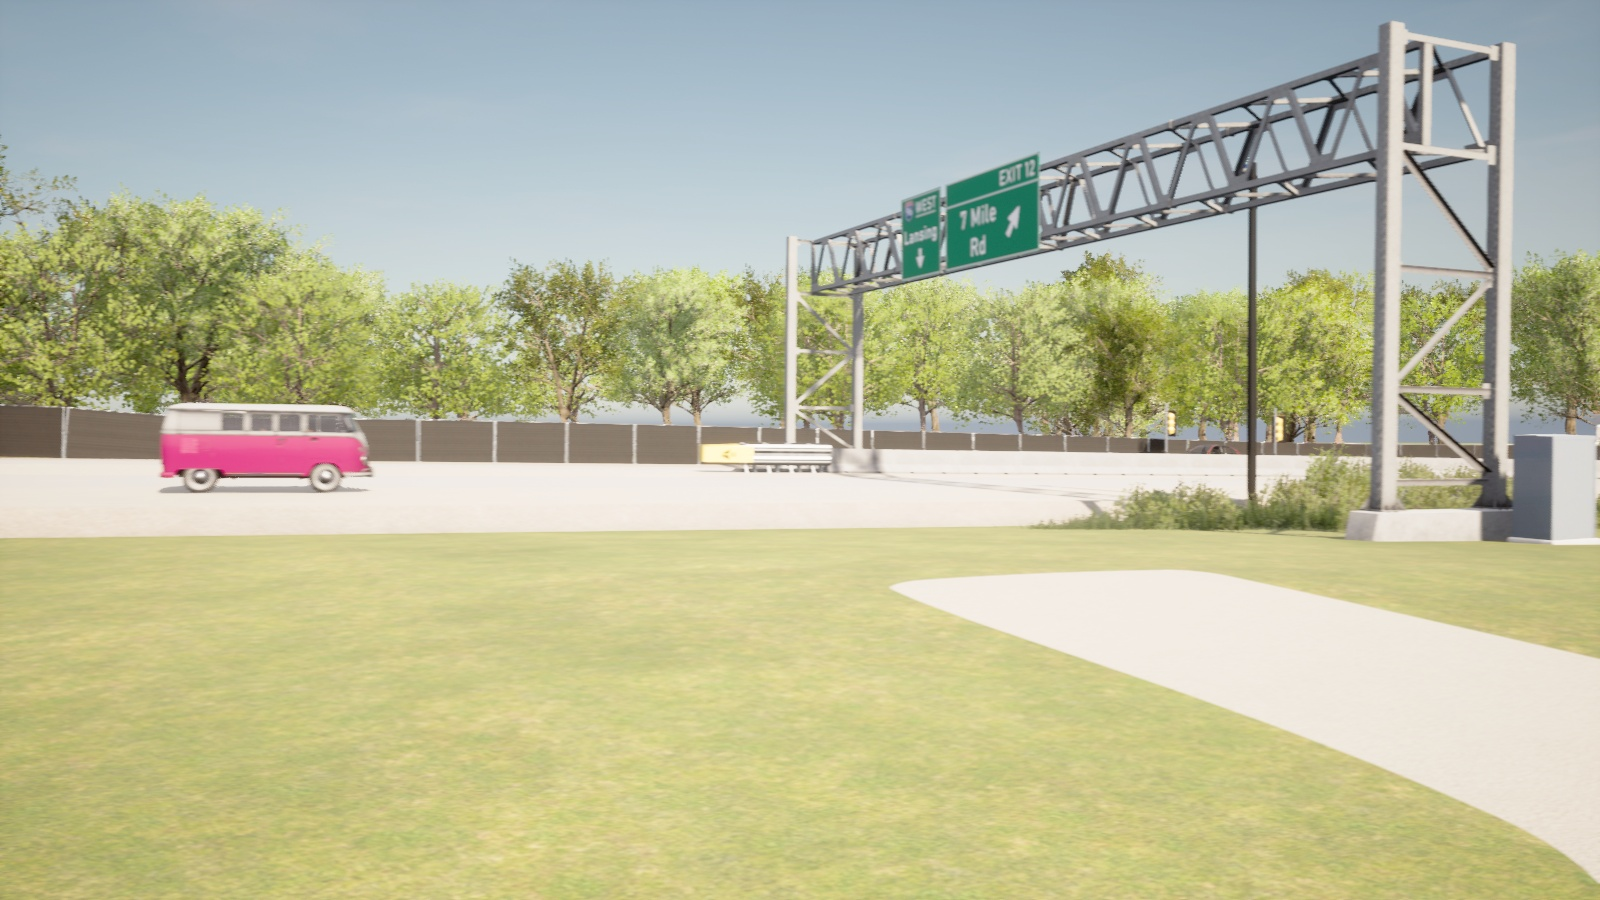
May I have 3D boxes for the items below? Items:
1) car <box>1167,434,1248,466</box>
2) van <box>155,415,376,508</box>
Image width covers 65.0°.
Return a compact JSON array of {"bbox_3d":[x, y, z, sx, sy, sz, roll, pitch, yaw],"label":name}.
[{"bbox_3d":[21.236,0.012,65.372,3.988,1.617,1.851,0,0,-32],"label":"car"},{"bbox_3d":[-12.018,0.213,28.406,4.442,1.987,1.775,-1,1,-23],"label":"van"}]
